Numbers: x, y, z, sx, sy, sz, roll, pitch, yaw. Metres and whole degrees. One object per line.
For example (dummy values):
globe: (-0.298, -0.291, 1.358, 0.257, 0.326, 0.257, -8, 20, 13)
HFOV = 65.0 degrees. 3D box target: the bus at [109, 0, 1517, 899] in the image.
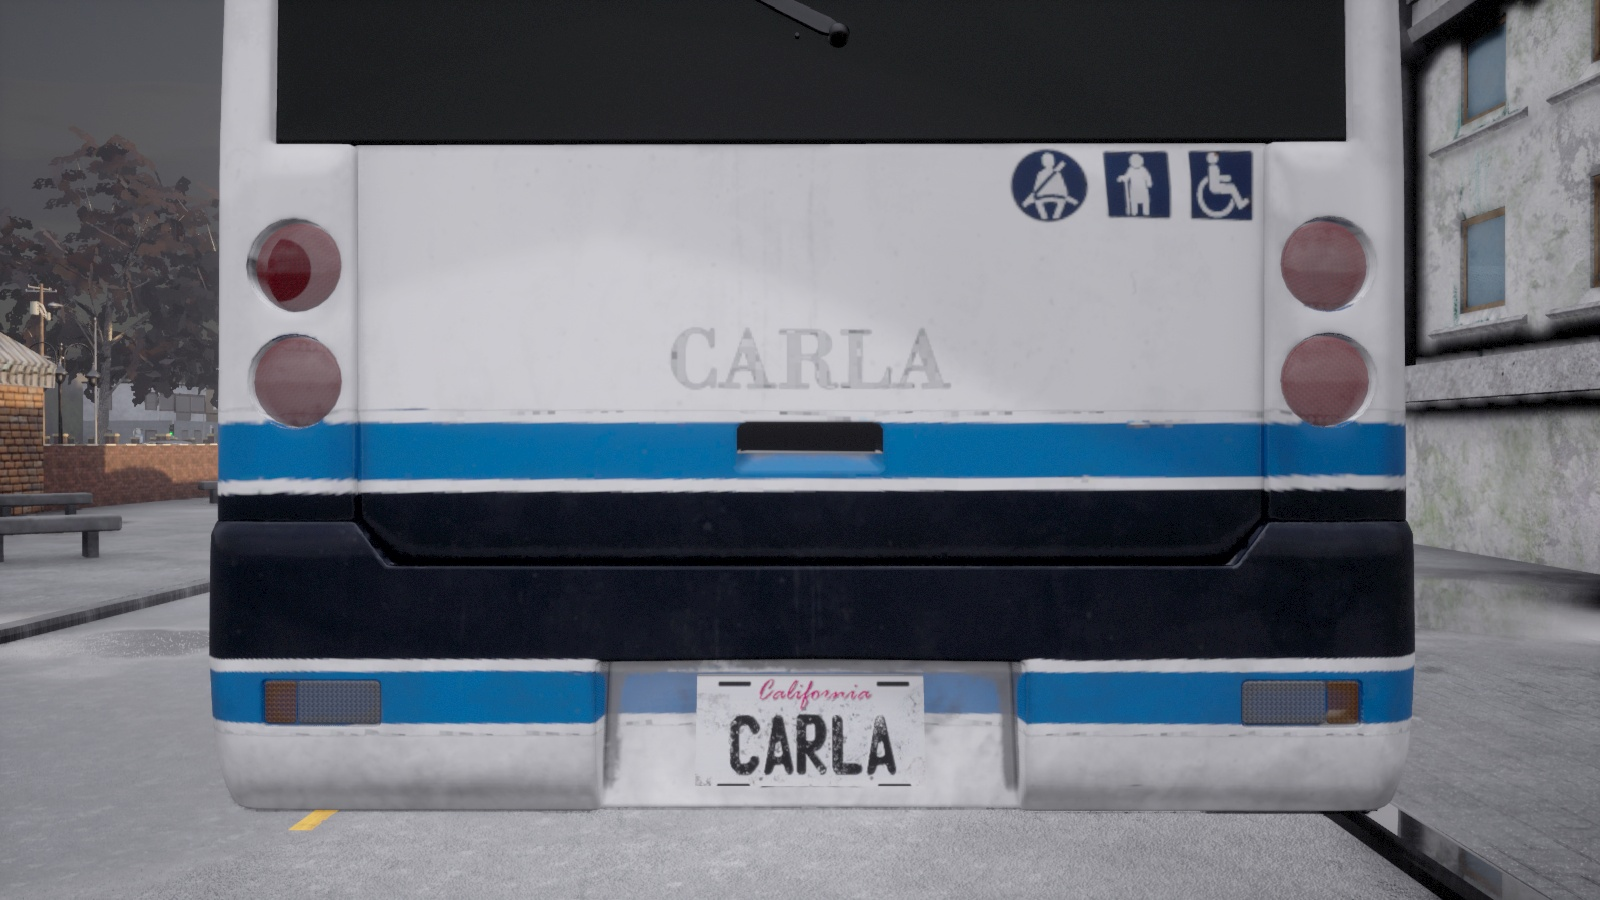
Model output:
bus: (0.062, -0.679, 8.658, 3.944, 4.253, 10.273, 0, 0, 0)

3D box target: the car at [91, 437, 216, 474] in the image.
car: (-29.674, 0.241, 57.755, 4.611, 1.667, 2.242, 0, 0, -2)
